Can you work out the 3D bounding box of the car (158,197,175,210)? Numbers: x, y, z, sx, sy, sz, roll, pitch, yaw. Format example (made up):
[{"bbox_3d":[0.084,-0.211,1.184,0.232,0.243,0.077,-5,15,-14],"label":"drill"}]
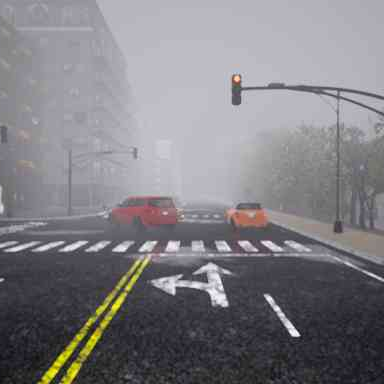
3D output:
[{"bbox_3d":[-3.301,1.512,43.661,1.882,1.535,5.008,0,0,0],"label":"car"}]

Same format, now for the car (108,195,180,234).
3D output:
[{"bbox_3d":[-3.042,1.273,19.927,2.150,2.045,5.566,1,-2,-37],"label":"car"}]

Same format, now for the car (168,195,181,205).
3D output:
[{"bbox_3d":[-3.245,1.408,61.413,2.097,1.767,4.553,0,0,1],"label":"car"}]

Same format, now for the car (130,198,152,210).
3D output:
[{"bbox_3d":[-6.550,1.526,43.651,2.128,1.511,4.902,0,0,0],"label":"car"}]

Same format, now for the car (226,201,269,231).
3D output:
[{"bbox_3d":[3.359,1.367,20.956,2.097,1.767,4.553,0,0,0],"label":"car"}]

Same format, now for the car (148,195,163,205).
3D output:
[{"bbox_3d":[-6.509,1.406,59.185,2.097,1.767,4.553,0,0,0],"label":"car"}]
